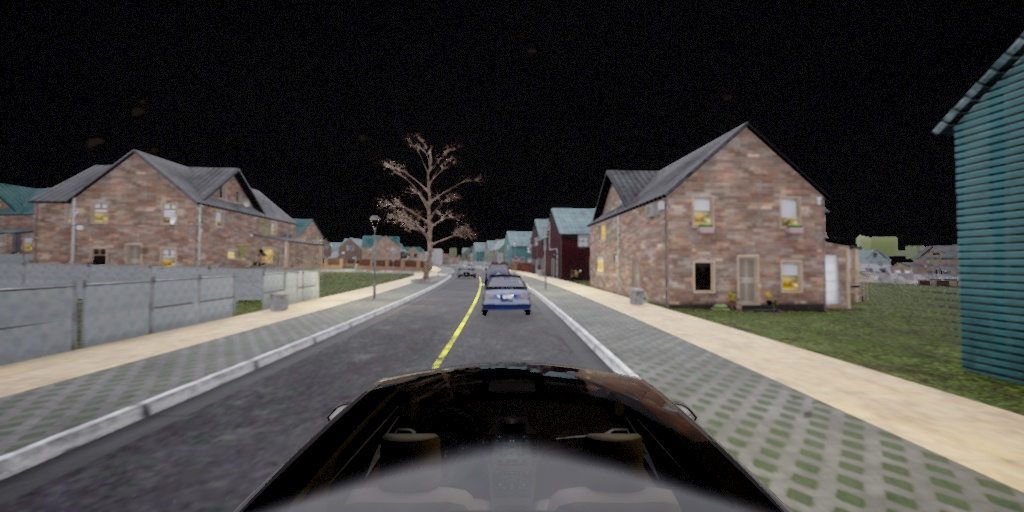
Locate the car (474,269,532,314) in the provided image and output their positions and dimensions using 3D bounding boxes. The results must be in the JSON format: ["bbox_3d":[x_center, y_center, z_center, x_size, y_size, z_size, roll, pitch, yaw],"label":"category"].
[{"bbox_3d":[-0.258,1.437,14.454,2.033,1.411,5.357,0,-1,-2],"label":"car"}]

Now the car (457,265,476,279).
[{"bbox_3d":[-4.904,1.720,39.165,1.994,1.385,4.181,0,-1,-6],"label":"car"}]

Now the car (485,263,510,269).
[{"bbox_3d":[-1.239,1.415,30.380,2.097,1.767,4.553,0,-1,-5],"label":"car"}]
